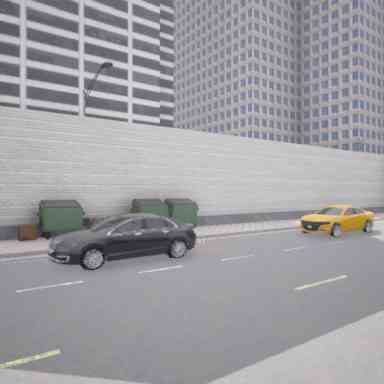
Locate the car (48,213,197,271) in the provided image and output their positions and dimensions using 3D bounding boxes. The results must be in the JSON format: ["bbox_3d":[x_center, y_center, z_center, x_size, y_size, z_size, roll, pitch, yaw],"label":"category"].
[{"bbox_3d":[-2.115,1.506,11.049,4.892,1.490,1.837,0,0,-35],"label":"car"}]

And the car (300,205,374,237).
[{"bbox_3d":[7.921,1.477,18.070,5.008,1.535,1.882,0,0,-35],"label":"car"}]
